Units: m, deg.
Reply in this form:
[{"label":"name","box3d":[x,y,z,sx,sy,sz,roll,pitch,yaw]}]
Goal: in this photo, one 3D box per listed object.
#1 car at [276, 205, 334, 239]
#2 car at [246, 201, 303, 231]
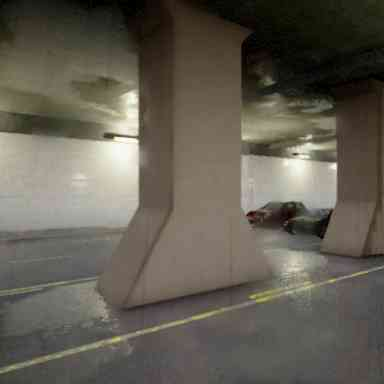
[{"label":"car","box3d":[7.162,1.553,17.699,5.357,1.411,2.033,0,0,-36]},{"label":"car","box3d":[5.373,1.358,20.722,4.553,1.767,2.097,0,0,-35]}]
